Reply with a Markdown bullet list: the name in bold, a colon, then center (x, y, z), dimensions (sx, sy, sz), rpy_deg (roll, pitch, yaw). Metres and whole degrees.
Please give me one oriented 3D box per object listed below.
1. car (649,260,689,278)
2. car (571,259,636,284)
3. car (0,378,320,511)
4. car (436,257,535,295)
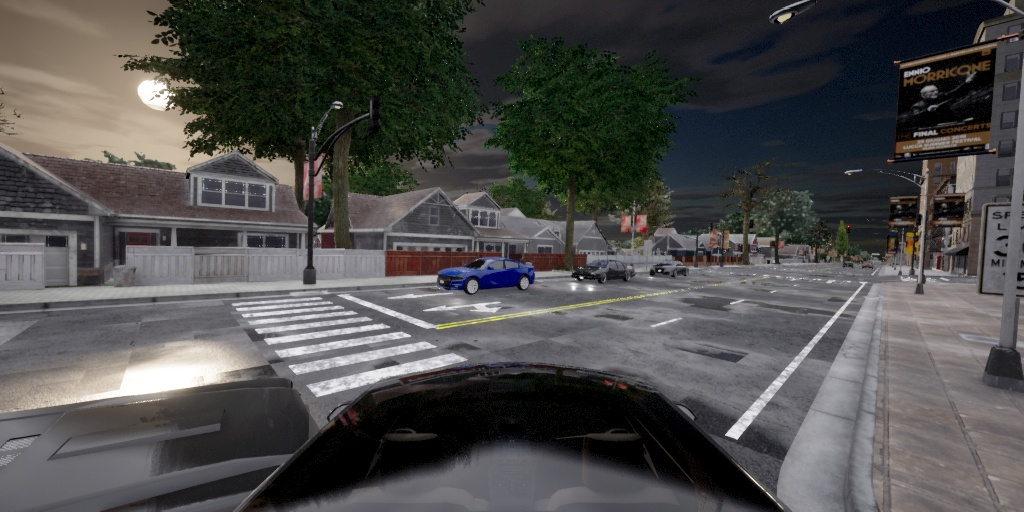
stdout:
- **car**: center (13.331, 1.019, 30.300), dimensions (4.181, 1.385, 1.994), rpy_deg (1, 2, -44)
- **car**: center (6.113, 0.937, 23.400), dimensions (5.357, 1.411, 2.033), rpy_deg (0, 2, -44)
- **car**: center (-3.314, 1.285, 1.322), dimensions (4.718, 1.301, 1.895), rpy_deg (1, 2, -34)
- **car**: center (-1.073, 0.805, 16.501), dimensions (5.008, 1.535, 1.882), rpy_deg (0, 2, -44)
